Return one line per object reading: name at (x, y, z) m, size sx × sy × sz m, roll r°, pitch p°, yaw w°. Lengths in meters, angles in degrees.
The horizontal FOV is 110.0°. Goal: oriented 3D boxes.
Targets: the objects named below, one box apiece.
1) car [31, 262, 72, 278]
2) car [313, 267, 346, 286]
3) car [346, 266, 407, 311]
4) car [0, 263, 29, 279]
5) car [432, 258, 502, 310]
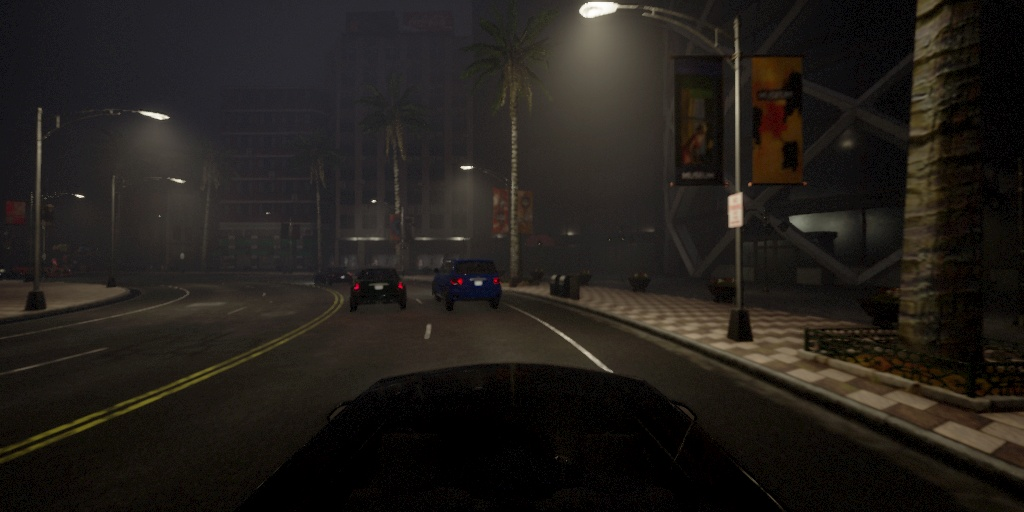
car at (-50.557, 1.482, 38.633) m, size 4.553 × 1.767 × 2.097 m, roll 0°, pitch -1°, yaw 2°
car at (-14.392, 1.596, 28.809) m, size 4.181 × 1.385 × 1.994 m, roll 0°, pitch -1°, yaw 44°
car at (-5.817, 1.246, 15.618) m, size 2.097 × 1.767 × 4.553 m, roll 0°, pitch -1°, yaw -21°
car at (-51.553, 1.643, 35.174) m, size 5.357 × 1.411 × 2.033 m, roll 0°, pitch -1°, yaw 2°
car at (-2.132, 1.123, 15.897) m, size 2.150 × 2.045 × 5.566 m, roll 0°, pitch 0°, yaw -19°
